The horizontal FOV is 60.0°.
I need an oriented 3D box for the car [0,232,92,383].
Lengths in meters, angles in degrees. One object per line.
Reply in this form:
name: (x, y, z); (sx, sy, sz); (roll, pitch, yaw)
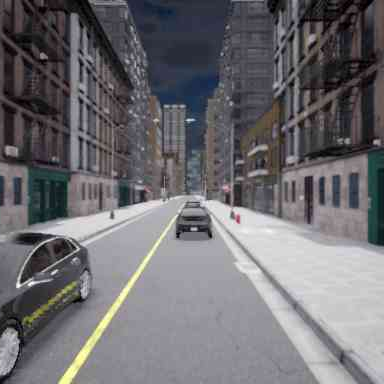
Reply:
car: (-3.086, 1.506, 5.422); (1.837, 1.490, 4.892); (0, 0, 0)

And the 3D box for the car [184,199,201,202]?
car: (0.094, 1.532, 40.548); (2.128, 1.511, 4.902); (0, 0, 0)

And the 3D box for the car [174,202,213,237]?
car: (0.098, 1.513, 18.144); (1.837, 1.490, 4.892); (0, 0, 0)
